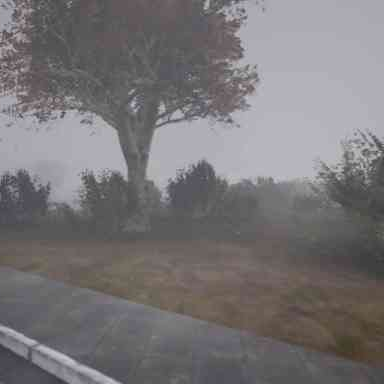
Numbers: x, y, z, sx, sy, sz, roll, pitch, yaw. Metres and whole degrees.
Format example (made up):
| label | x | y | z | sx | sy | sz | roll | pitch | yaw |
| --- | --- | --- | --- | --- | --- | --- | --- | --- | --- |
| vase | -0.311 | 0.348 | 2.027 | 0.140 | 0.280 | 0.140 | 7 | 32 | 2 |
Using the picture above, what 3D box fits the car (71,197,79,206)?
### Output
| label | x | y | z | sx | sy | sz | roll | pitch | yaw |
| --- | --- | --- | --- | --- | --- | --- | --- | --- | --- |
| car | -18.355 | 1.310 | 58.155 | 2.150 | 2.045 | 5.566 | 0 | 0 | 35 |
